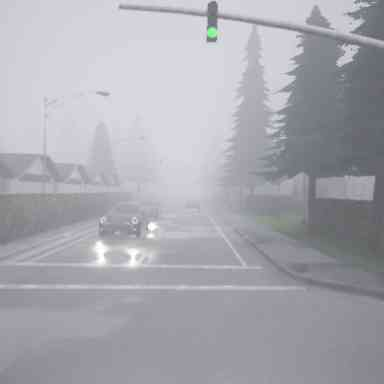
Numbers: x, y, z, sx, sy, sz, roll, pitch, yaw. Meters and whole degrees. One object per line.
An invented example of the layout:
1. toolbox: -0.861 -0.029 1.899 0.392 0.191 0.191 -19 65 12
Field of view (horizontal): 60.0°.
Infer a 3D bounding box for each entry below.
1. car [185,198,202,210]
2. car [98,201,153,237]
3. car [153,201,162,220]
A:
1. car: 0.270 1.582 44.702 2.128 1.511 4.902 1 0 7
2. car: -3.615 1.396 18.391 2.097 1.767 4.553 1 0 0
3. car: -3.620 1.526 28.522 2.128 1.511 4.902 1 0 0
